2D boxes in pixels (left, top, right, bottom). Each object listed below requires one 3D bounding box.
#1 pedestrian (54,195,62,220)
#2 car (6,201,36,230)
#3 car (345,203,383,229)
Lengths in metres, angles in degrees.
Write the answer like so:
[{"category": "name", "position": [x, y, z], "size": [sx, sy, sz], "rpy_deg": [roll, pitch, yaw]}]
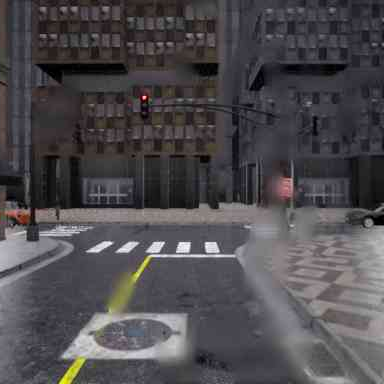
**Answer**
[{"category": "pedestrian", "position": [-9.841, 1.150, 24.394], "size": [0.375, 1.860, 0.375], "rpy_deg": [0, 0, 1]}, {"category": "car", "position": [-12.438, 1.364, 20.945], "size": [4.553, 1.767, 2.097], "rpy_deg": [0, 0, 5]}, {"category": "car", "position": [12.370, 1.456, 21.117], "size": [5.008, 1.535, 1.882], "rpy_deg": [0, 0, 1]}]
